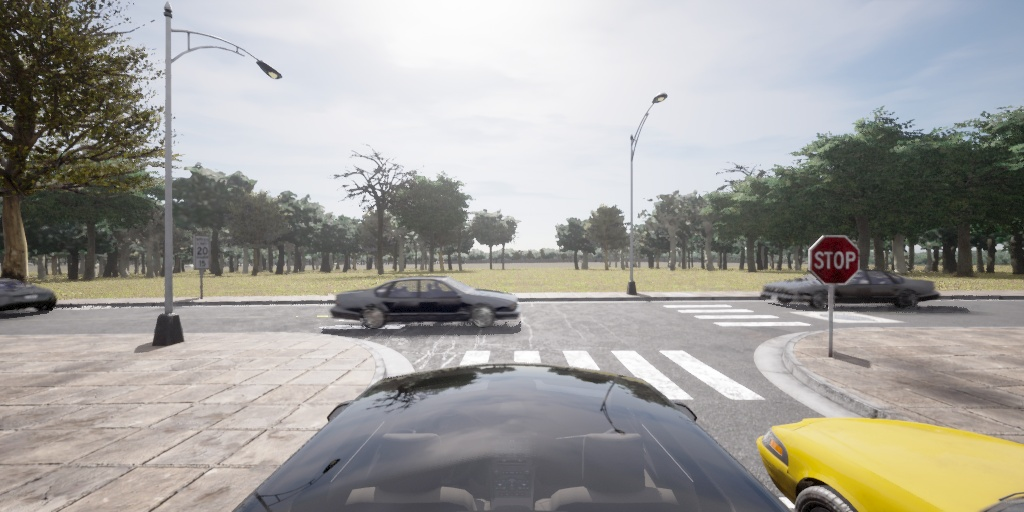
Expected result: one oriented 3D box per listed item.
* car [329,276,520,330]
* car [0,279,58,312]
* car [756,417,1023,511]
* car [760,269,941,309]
[{"bbox_3d":[-2.438,1.299,10.659,5.357,1.411,2.033,-1,0,1],"label":"car"},{"bbox_3d":[-20.504,1.590,13.831,4.181,1.385,1.994,-1,0,1],"label":"car"},{"bbox_3d":[2.628,1.275,0.626,1.751,1.417,4.829,0,0,0],"label":"car"},{"bbox_3d":[12.494,1.167,13.423,5.357,1.411,2.033,0,0,1],"label":"car"}]
